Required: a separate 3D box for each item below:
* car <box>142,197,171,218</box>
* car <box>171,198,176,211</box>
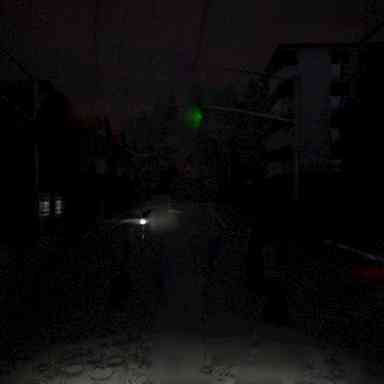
[{"bbox_3d":[-3.165,1.410,29.110,1.812,1.442,4.674,0,0,1],"label":"car"},{"bbox_3d":[-3.010,1.368,38.849,1.812,1.442,4.674,0,0,1],"label":"car"}]
